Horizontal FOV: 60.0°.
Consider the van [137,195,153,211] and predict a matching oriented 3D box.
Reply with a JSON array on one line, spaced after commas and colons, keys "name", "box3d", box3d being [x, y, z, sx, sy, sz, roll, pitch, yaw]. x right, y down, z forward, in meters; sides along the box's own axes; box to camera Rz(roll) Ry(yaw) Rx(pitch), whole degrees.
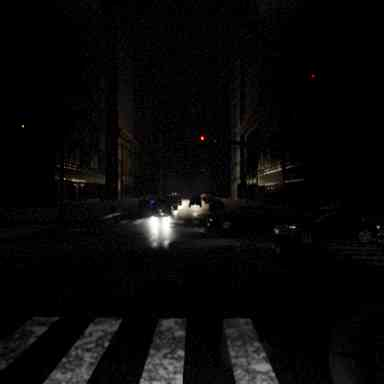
[{"name": "van", "box3d": [-5.556, 1.309, 40.455, 1.690, 1.788, 3.998, 0, 0, 0]}]

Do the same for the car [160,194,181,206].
[{"name": "car", "box3d": [-2.773, 1.443, 42.368, 1.882, 1.535, 5.008, 0, 0, 1]}]

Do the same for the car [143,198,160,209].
[{"name": "car", "box3d": [-5.508, 1.542, 46.104, 1.802, 1.307, 4.206, 0, 0, 0]}]

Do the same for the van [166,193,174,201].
[{"name": "van", "box3d": [-5.216, 1.224, 79.995, 1.690, 1.788, 3.998, 0, 0, 0]}]

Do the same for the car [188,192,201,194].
[{"name": "car", "box3d": [0.578, 1.403, 72.969, 1.837, 1.490, 4.892, 0, 0, 0]}]

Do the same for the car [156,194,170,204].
[{"name": "car", "box3d": [-5.361, 1.242, 63.049, 2.192, 1.841, 5.009, 0, 0, 0]}]

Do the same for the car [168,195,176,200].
[{"name": "car", "box3d": [-5.169, 1.411, 85.643, 1.887, 1.381, 4.507, 0, 0, 0]}]

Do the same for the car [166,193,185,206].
[{"name": "car", "box3d": [-2.669, 1.302, 52.112, 2.097, 1.767, 4.553, 0, 0, 1]}]

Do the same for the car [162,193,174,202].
[{"name": "car", "box3d": [-5.264, 1.214, 74.346, 2.192, 1.841, 5.009, 0, 0, 0]}]

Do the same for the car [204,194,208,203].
[{"name": "car", "box3d": [3.113, 1.521, 57.330, 1.802, 1.307, 4.206, 0, 0, 0]}]

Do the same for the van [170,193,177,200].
[{"name": "van", "box3d": [-5.119, 1.191, 91.291, 1.690, 1.788, 3.998, 0, 0, 0]}]

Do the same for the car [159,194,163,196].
[{"name": "car", "box3d": [-5.410, 1.380, 57.401, 1.967, 1.590, 4.097, 0, 0, 0]}]

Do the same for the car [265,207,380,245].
[{"name": "car", "box3d": [6.283, 1.586, 15.643, 4.902, 1.511, 2.128, 1, 0, -11]}]

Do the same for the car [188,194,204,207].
[{"name": "car", "box3d": [0.473, 1.459, 49.672, 1.837, 1.490, 4.892, 0, 0, 1]}]

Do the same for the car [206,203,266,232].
[{"name": "car", "box3d": [3.639, 1.566, 19.684, 5.357, 1.411, 2.033, 1, 0, 0]}]

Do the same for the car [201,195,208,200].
[{"name": "car", "box3d": [3.404, 1.400, 91.222, 2.008, 1.369, 4.403, 0, 0, 0]}]

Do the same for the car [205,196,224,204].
[{"name": "car", "box3d": [2.968, 1.534, 40.383, 1.947, 1.339, 4.313, 0, 0, 0]}]

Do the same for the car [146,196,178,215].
[{"name": "car", "box3d": [-2.855, 1.469, 32.929, 2.128, 1.511, 4.902, 0, 0, 1]}]
